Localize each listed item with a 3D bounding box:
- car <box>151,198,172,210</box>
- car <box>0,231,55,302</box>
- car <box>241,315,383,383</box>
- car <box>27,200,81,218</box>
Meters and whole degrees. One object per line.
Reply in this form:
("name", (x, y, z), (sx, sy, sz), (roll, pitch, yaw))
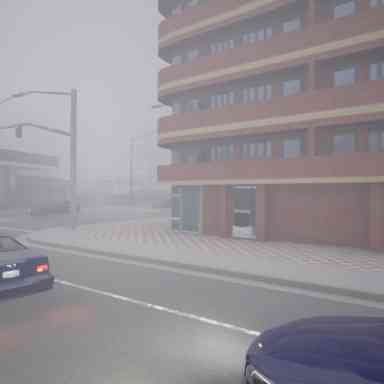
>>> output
("car", (-3.425, 1.545, 44.000), (1.837, 1.490, 4.892), (0, -1, 34))
("car", (-5.269, 1.545, 7.650), (5.357, 1.411, 2.033), (0, 0, 38))
("car", (2.581, 1.536, 2.152), (4.674, 1.442, 1.812), (0, 0, 35))
("car", (-12.593, 1.495, 30.532), (2.128, 1.511, 4.902), (0, 0, 34))
